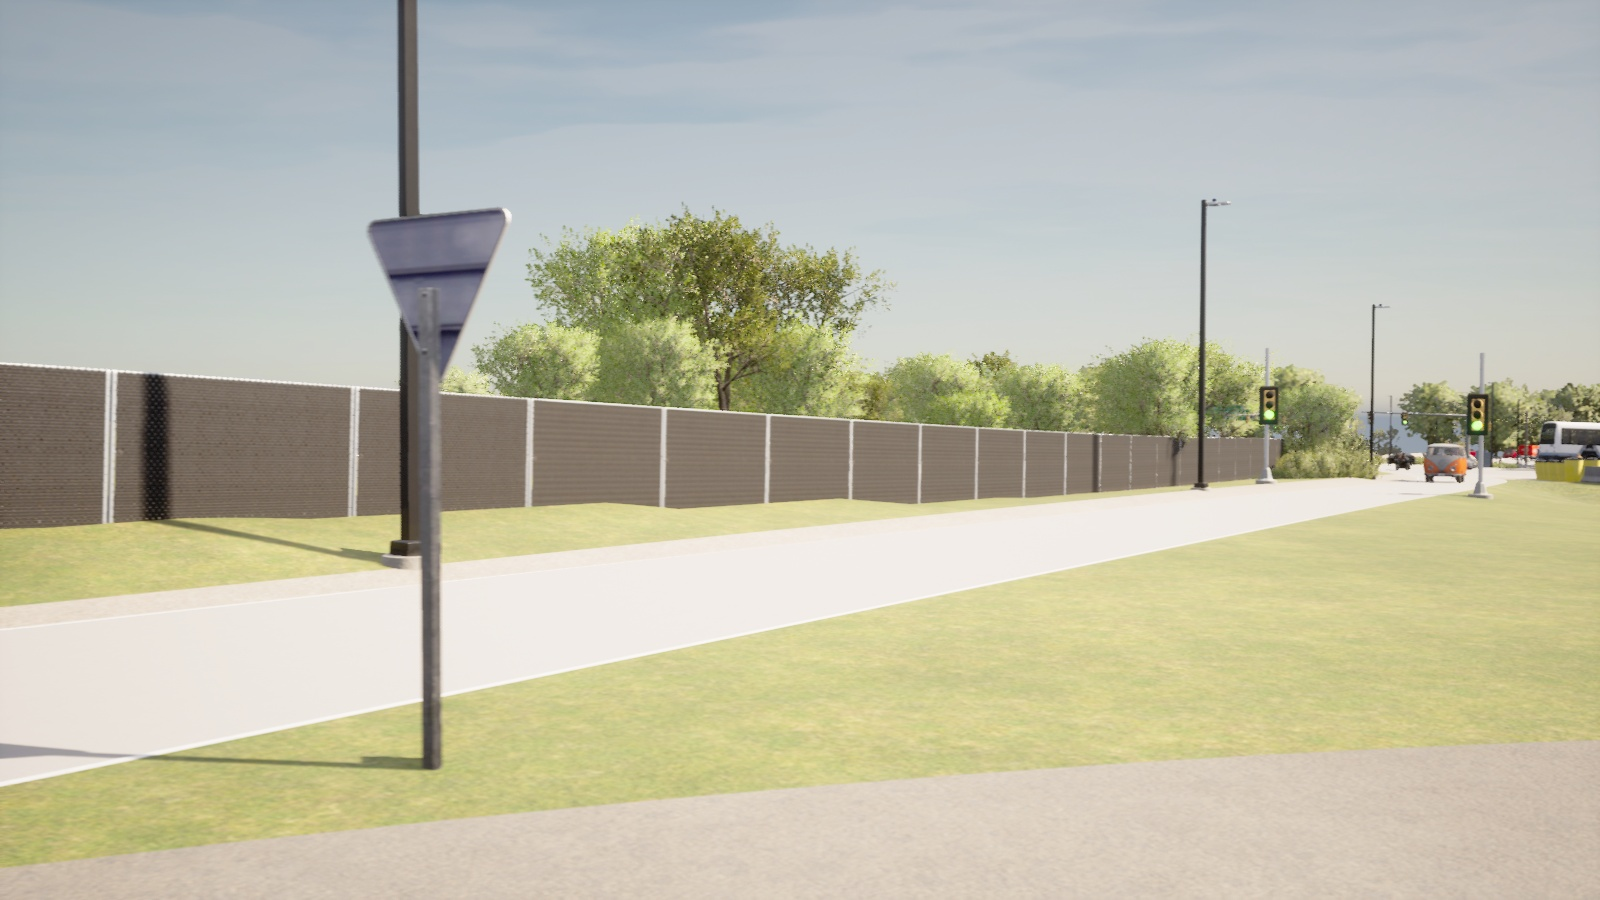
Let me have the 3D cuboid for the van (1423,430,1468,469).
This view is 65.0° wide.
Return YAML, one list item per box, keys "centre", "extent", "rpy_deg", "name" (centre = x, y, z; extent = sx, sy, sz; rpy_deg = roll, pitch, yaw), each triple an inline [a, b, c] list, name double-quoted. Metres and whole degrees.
- centre: [33.460, -0.036, 65.043]
  extent: [1.775, 1.987, 4.442]
  rpy_deg: [0, 0, 31]
  name: "van"
